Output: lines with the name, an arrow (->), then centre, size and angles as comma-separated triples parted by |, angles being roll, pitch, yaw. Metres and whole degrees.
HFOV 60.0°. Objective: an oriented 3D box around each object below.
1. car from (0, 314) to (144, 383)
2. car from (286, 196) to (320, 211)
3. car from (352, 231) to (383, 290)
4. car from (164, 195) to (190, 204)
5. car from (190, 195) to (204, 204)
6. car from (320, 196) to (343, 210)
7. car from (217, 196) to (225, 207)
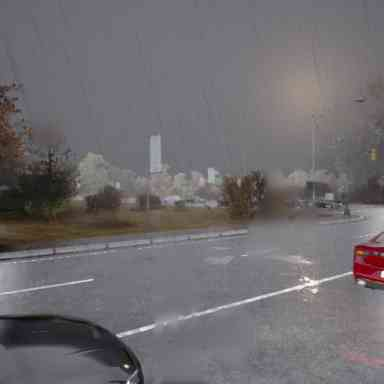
car -> -2.610, 1.492, 1.867 | 4.902, 1.511, 2.128 | 0, 0, -36
car -> 11.153, 1.277, 37.188 | 2.128, 1.511, 4.902 | -1, 0, -39
car -> 5.815, 1.445, 7.879 | 5.008, 1.535, 1.882 | 0, 0, -35
car -> -2.804, 1.323, 54.657 | 1.812, 1.442, 4.674 | -1, 1, -38
car -> 0.215, 1.256, 56.481 | 2.128, 1.511, 4.902 | -1, 1, -39
car -> 14.767, 1.247, 38.287 | 2.128, 1.511, 4.902 | -1, 0, -39
car -> 5.456, 1.143, 44.308 | 2.097, 1.767, 4.553 | -1, 0, -39
